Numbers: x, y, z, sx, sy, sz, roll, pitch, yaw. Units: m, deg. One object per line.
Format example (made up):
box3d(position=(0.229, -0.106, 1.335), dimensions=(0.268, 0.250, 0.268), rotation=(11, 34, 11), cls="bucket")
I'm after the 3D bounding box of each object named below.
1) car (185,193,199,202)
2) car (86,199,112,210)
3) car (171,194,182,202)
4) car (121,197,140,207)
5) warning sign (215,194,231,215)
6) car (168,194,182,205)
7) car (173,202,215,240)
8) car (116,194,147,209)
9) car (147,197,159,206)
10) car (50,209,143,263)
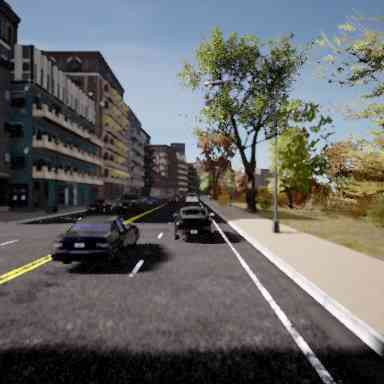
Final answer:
box3d(position=(0.000, 1.211, 60.141), dimensions=(2.150, 2.045, 5.566), rotation=(0, 0, 0), cls="car")
box3d(position=(-9.844, 1.495, 35.563), dimensions=(1.837, 1.490, 4.892), rotation=(0, 0, 0), cls="car")
box3d(position=(-3.250, 1.265, 70.503), dimensions=(2.097, 1.767, 4.553), rotation=(0, 0, 0), cls="car")
box3d(position=(-9.809, 1.536, 53.380), dimensions=(2.033, 1.411, 5.357), rotation=(0, 0, 1), cls="car")
box3d(position=(2.842, 1.108, 30.467), dimensions=(1.300, 1.860, 1.060), rotation=(-1, -1, 0), cls="warning sign")
box3d(position=(-3.250, 1.590, 60.557), dimensions=(1.895, 1.301, 4.718), rotation=(0, 0, 0), cls="car")
box3d(position=(0.098, 1.500, 17.078), dimensions=(1.837, 1.490, 4.892), rotation=(0, 0, 0), cls="car")
box3d(position=(-6.597, 1.212, 35.676), dimensions=(2.150, 2.045, 5.566), rotation=(0, 0, 0), cls="car")
box3d(position=(-6.557, 1.515, 54.542), dimensions=(1.812, 1.442, 4.674), rotation=(0, 0, 0), cls="car")
box3d(position=(-3.155, 1.544, 11.844), dimensions=(2.033, 1.411, 5.357), rotation=(0, 0, 0), cls="car")
